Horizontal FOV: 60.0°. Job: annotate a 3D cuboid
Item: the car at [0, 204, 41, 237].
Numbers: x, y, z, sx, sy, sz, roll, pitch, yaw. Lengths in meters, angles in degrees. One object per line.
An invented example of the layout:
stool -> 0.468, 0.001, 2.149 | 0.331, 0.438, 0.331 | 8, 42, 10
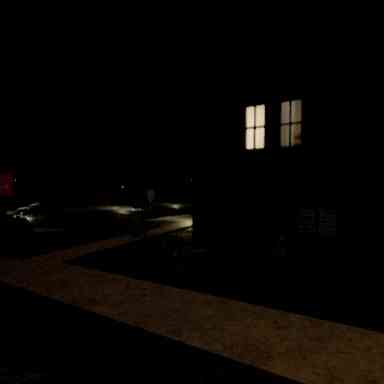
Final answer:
car -> -10.015, 1.547, 15.942 | 2.128, 1.511, 4.902 | 1, -1, 16

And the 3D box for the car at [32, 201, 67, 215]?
car -> -14.903, 1.653, 33.223 | 2.033, 1.411, 5.357 | 1, 0, 18

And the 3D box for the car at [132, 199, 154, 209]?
car -> -7.778, 1.911, 53.231 | 1.812, 1.442, 4.674 | 1, -1, 21
